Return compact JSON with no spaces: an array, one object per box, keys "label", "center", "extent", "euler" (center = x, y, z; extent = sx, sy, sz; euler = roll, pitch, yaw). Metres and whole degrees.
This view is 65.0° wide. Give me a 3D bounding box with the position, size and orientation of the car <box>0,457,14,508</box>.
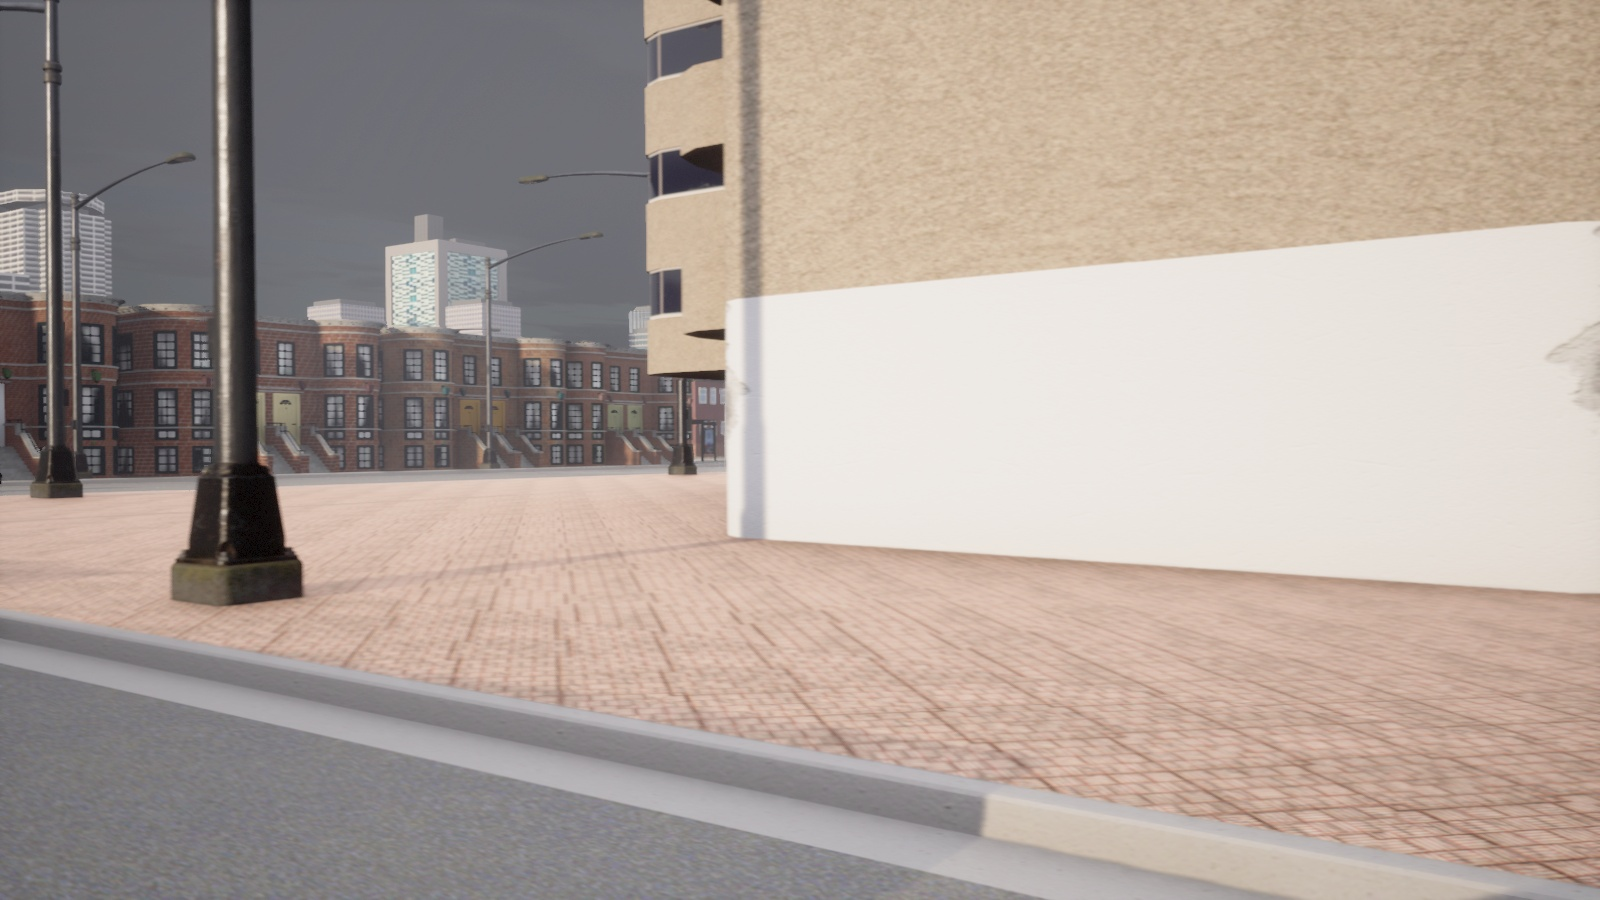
[{"label":"car","center":[-23.871,0.943,33.739],"extent":[1.994,1.385,4.181],"euler":[-2,0,35]}]
